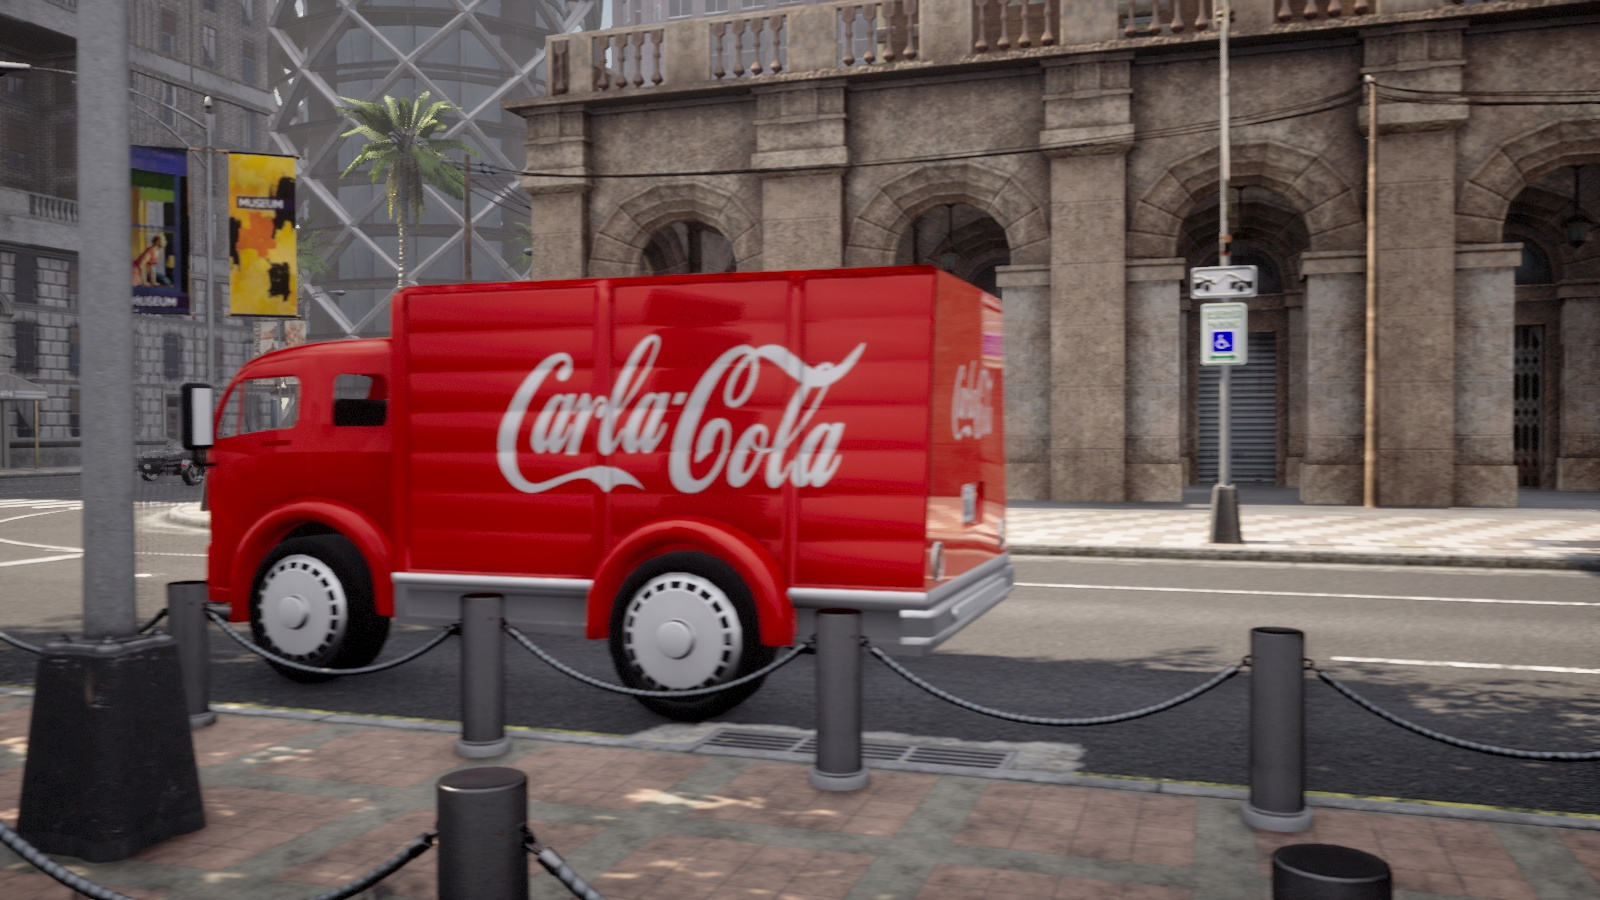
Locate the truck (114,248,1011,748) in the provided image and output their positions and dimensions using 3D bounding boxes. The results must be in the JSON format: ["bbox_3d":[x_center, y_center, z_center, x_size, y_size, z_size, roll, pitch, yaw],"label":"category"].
[{"bbox_3d":[-1.443,0.201,8.308,5.204,2.467,2.627,0,1,20],"label":"truck"}]

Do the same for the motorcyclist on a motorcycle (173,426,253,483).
[{"bbox_3d":[-17.445,0.116,37.395,0.766,1.649,2.350,1,1,18],"label":"motorcyclist on a motorcycle"}]

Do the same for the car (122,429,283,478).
[{"bbox_3d":[-19.714,0.066,41.692,1.882,1.535,5.008,1,1,18],"label":"car"}]
